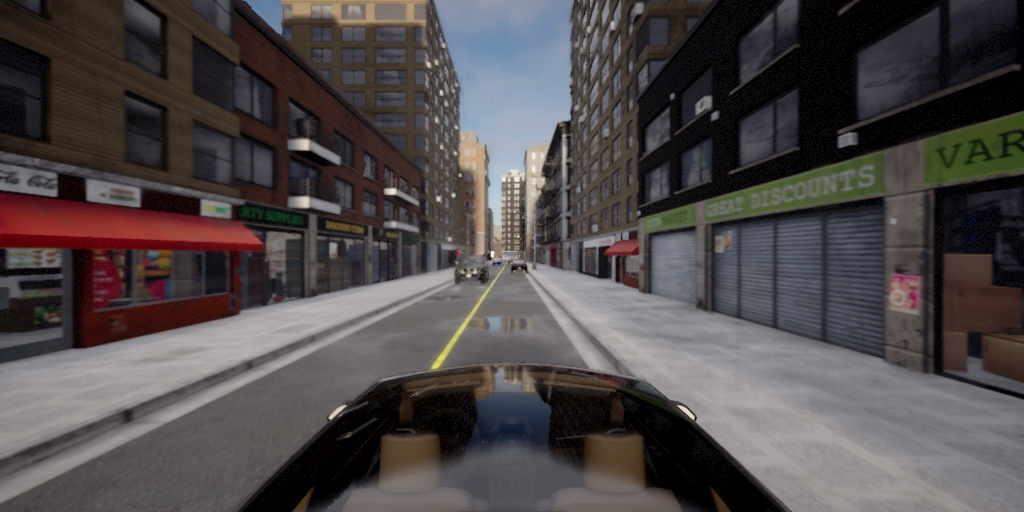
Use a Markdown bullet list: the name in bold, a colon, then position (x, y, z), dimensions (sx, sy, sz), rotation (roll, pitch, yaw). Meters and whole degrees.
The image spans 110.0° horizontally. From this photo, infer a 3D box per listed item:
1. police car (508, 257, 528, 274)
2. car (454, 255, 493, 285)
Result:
- **police car**: position (0.822, 1.123, 40.906), dimensions (1.930, 1.638, 5.238), rotation (0, 0, 0)
- **car**: position (-2.850, 0.945, 26.405), dimensions (2.150, 2.045, 5.566), rotation (0, 0, 0)
